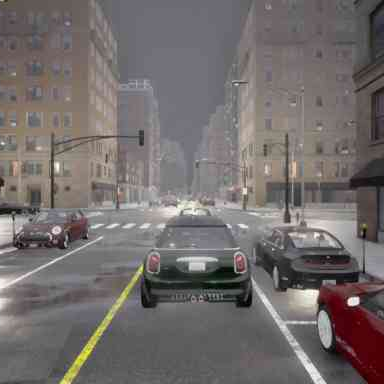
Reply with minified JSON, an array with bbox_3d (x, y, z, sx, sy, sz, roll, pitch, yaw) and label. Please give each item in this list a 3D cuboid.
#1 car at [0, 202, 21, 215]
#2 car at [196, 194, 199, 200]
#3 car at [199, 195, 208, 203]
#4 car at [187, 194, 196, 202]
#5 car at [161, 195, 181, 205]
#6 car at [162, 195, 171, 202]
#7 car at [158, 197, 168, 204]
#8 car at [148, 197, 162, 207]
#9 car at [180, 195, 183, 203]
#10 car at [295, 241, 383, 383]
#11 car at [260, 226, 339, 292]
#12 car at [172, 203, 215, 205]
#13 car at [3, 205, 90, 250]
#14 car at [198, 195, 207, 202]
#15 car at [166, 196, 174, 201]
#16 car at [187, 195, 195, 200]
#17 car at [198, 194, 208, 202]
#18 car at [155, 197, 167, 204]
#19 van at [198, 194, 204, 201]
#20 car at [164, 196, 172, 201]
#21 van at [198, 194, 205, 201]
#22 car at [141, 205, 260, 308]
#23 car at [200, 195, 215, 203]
[{"bbox_3d":[-16.315,1.531,30.247,4.718,1.301,1.895,0,0,0],"label":"car"},{"bbox_3d":[2.559,1.399,69.148,2.192,1.841,5.009,0,0,0],"label":"car"},{"bbox_3d":[2.520,1.541,74.656,1.967,1.590,4.097,0,0,0],"label":"car"},{"bbox_3d":[-0.189,1.706,80.130,1.895,1.301,4.718,0,0,0],"label":"car"},{"bbox_3d":[-3.073,1.588,50.245,2.033,1.411,5.357,0,0,-1],"label":"car"},{"bbox_3d":[-6.043,1.558,80.111,1.967,1.590,4.097,0,0,0],"label":"car"},{"bbox_3d":[-5.968,1.665,69.095,1.802,1.307,4.206,0,0,0],"label":"car"},{"bbox_3d":[-5.852,1.595,52.571,2.008,1.369,4.403,0,0,0],"label":"car"},{"bbox_3d":[-3.125,1.661,60.063,1.895,1.301,4.718,0,0,0],"label":"car"},{"bbox_3d":[2.683,1.545,3.209,1.887,1.381,4.507,0,0,0],"label":"car"},{"bbox_3d":[2.697,1.553,8.700,2.008,1.369,4.403,0,0,0],"label":"car"},{"bbox_3d":[0.137,1.497,15.400,2.128,1.511,4.902,0,0,0],"label":"car"},{"bbox_3d":[-5.815,1.445,14.209,1.967,1.590,4.097,0,0,0],"label":"car"},{"bbox_3d":[2.482,1.559,80.162,1.967,1.590,4.097,0,0,0],"label":"car"},{"bbox_3d":[-6.121,1.727,91.127,1.947,1.339,4.313,0,0,0],"label":"car"},{"bbox_3d":[-0.259,1.543,90.105,1.994,1.385,4.181,0,0,0],"label":"car"},{"bbox_3d":[2.595,1.595,63.811,1.752,1.417,4.829,0,0,0],"label":"car"},{"bbox_3d":[-5.929,1.613,63.587,1.887,1.381,4.507,0,0,0],"label":"car"},{"bbox_3d":[2.405,1.503,91.176,1.690,1.788,3.998,0,0,0],"label":"van"},{"bbox_3d":[-6.082,1.721,85.619,1.802,1.307,4.206,0,0,0],"label":"car"},{"bbox_3d":[2.444,1.481,85.670,1.690,1.788,3.998,0,0,0],"label":"van"},{"bbox_3d":[0.069,1.355,8.097,2.097,1.767,4.553,0,0,-1],"label":"car"},{"bbox_3d":[2.673,1.590,52.627,1.887,1.381,4.507,0,0,0],"label":"car"}]
